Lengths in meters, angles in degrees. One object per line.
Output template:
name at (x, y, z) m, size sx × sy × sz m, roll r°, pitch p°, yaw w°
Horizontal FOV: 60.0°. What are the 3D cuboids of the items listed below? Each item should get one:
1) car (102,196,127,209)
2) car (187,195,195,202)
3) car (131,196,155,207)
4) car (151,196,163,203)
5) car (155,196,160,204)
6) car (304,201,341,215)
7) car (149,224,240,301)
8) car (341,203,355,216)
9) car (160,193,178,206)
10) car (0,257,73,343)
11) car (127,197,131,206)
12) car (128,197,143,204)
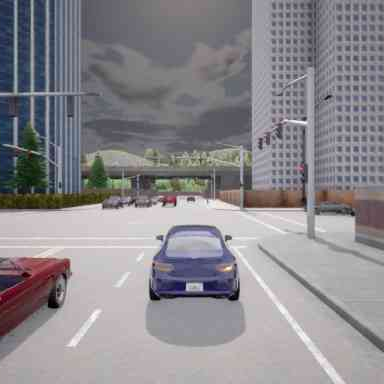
car at (-10.733, 1.352, 45.300) m, size 2.097 × 1.767 × 4.553 m, roll 0°, pitch 0°, yaw 0°
car at (-0.222, 1.477, 74.486) m, size 1.837 × 1.490 × 4.892 m, roll 0°, pitch 0°, yaw 0°
car at (-7.243, 1.352, 49.791) m, size 2.097 × 1.767 × 4.553 m, roll 0°, pitch 0°, yaw 0°
car at (-7.204, 1.564, 68.821) m, size 1.994 × 1.385 × 4.181 m, roll 0°, pitch 0°, yaw 0°
car at (-7.252, 1.601, 58.774) m, size 1.895 × 1.301 × 4.718 m, roll 0°, pitch 0°, yaw 0°
car at (13.531, 1.564, 33.437) m, size 4.181 × 1.385 × 1.994 m, roll 0°, pitch 0°, yaw 0°
car at (0.054, 1.526, 8.210) m, size 1.812 × 1.442 × 4.674 m, roll 0°, pitch 0°, yaw 0°
car at (16.200, 1.564, 29.932) m, size 4.181 × 1.385 × 1.994 m, roll 0°, pitch 0°, yaw 0°
car at (-3.572, 1.221, 54.577) m, size 2.150 × 2.045 × 5.566 m, roll 0°, pitch 0°, yaw -1°
car at (-3.454, 1.601, 4.939) m, size 1.895 × 1.301 × 4.718 m, roll 0°, pitch 0°, yaw 0°
car at (-10.751, 1.491, 54.260) m, size 2.128 × 1.511 × 4.902 m, roll 0°, pitch 0°, yaw 0°
car at (-10.738, 1.601, 63.483) m, size 1.895 × 1.301 × 4.718 m, roll 0°, pitch 0°, yaw 0°
